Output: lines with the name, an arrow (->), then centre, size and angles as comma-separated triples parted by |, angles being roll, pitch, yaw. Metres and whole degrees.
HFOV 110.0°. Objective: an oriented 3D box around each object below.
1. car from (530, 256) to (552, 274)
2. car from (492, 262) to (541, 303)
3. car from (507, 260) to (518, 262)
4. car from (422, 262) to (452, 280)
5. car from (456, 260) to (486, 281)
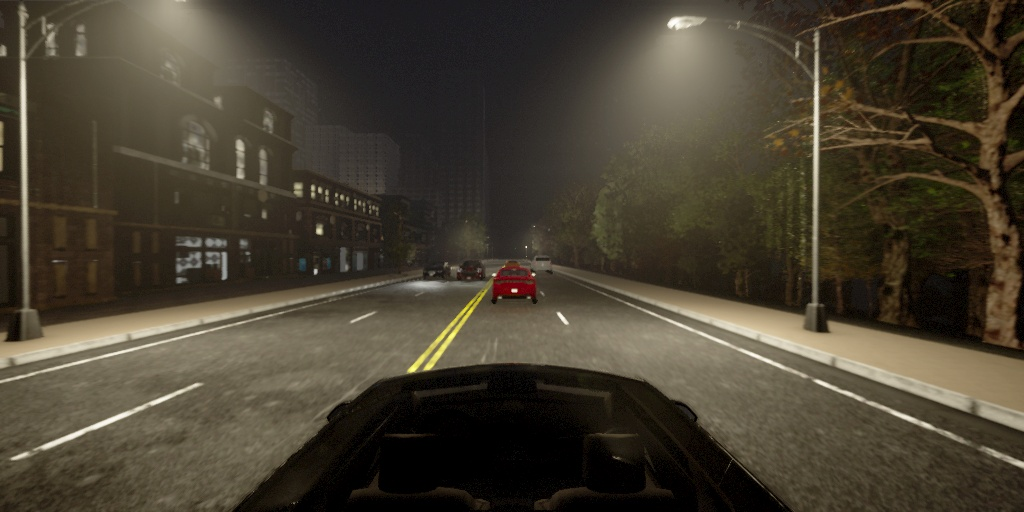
car -> 3.345, 0.989, 41.616 | 2.150, 2.045, 5.566 | 0, 0, 0
car -> 0.097, 1.236, 16.815 | 1.882, 1.535, 5.008 | 0, 0, 0
car -> 0.093, 1.247, 46.841 | 1.882, 1.535, 5.008 | 0, 0, 0
car -> -6.592, 1.257, 31.872 | 2.128, 1.511, 4.902 | 0, 0, 0
car -> -3.343, 1.117, 30.103 | 2.097, 1.767, 4.553 | 0, 0, 0
